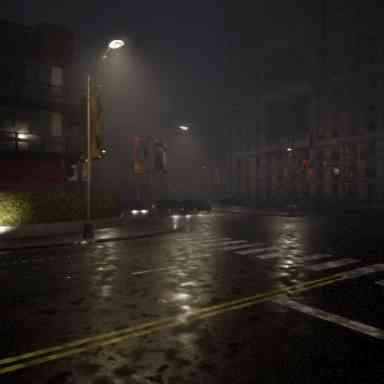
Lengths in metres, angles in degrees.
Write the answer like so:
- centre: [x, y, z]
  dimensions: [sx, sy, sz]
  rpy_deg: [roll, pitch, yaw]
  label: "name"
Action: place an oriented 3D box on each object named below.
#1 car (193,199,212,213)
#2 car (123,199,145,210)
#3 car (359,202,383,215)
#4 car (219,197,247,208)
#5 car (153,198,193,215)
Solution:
- centre: [0.206, 1.478, 37.142]
  dimensions: [1.882, 1.535, 5.008]
  rpy_deg: [0, 0, -35]
  label: "car"
- centre: [-7.590, 1.564, 42.230]
  dimensions: [1.994, 1.385, 4.181]
  rpy_deg: [0, 0, -35]
  label: "car"
- centre: [19.304, 1.601, 33.128]
  dimensions: [4.718, 1.301, 1.895]
  rpy_deg: [0, 0, 20]
  label: "car"
- centre: [6.002, 1.477, 49.225]
  dimensions: [1.882, 1.535, 5.008]
  rpy_deg: [0, 0, -35]
  label: "car"
- centre: [-2.318, 1.505, 34.641]
  dimensions: [1.837, 1.490, 4.892]
  rpy_deg: [0, 0, -35]
  label: "car"
